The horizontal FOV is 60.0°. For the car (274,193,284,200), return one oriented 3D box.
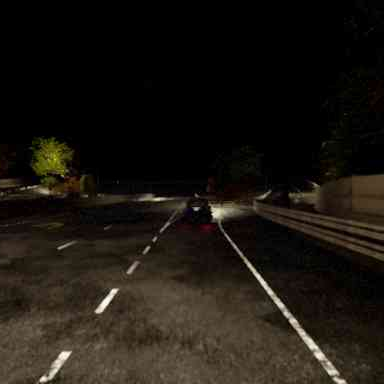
[{"bbox_3d":[22.848,1.722,88.039,1.812,1.442,4.674,0,3,20],"label":"car"}]

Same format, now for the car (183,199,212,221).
[{"bbox_3d":[0.511,1.316,26.573,2.097,1.767,4.553,0,0,5],"label":"car"}]

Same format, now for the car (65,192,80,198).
[{"bbox_3d":[-27.991,1.132,78.128,2.150,2.045,5.566,0,0,0],"label":"car"}]
